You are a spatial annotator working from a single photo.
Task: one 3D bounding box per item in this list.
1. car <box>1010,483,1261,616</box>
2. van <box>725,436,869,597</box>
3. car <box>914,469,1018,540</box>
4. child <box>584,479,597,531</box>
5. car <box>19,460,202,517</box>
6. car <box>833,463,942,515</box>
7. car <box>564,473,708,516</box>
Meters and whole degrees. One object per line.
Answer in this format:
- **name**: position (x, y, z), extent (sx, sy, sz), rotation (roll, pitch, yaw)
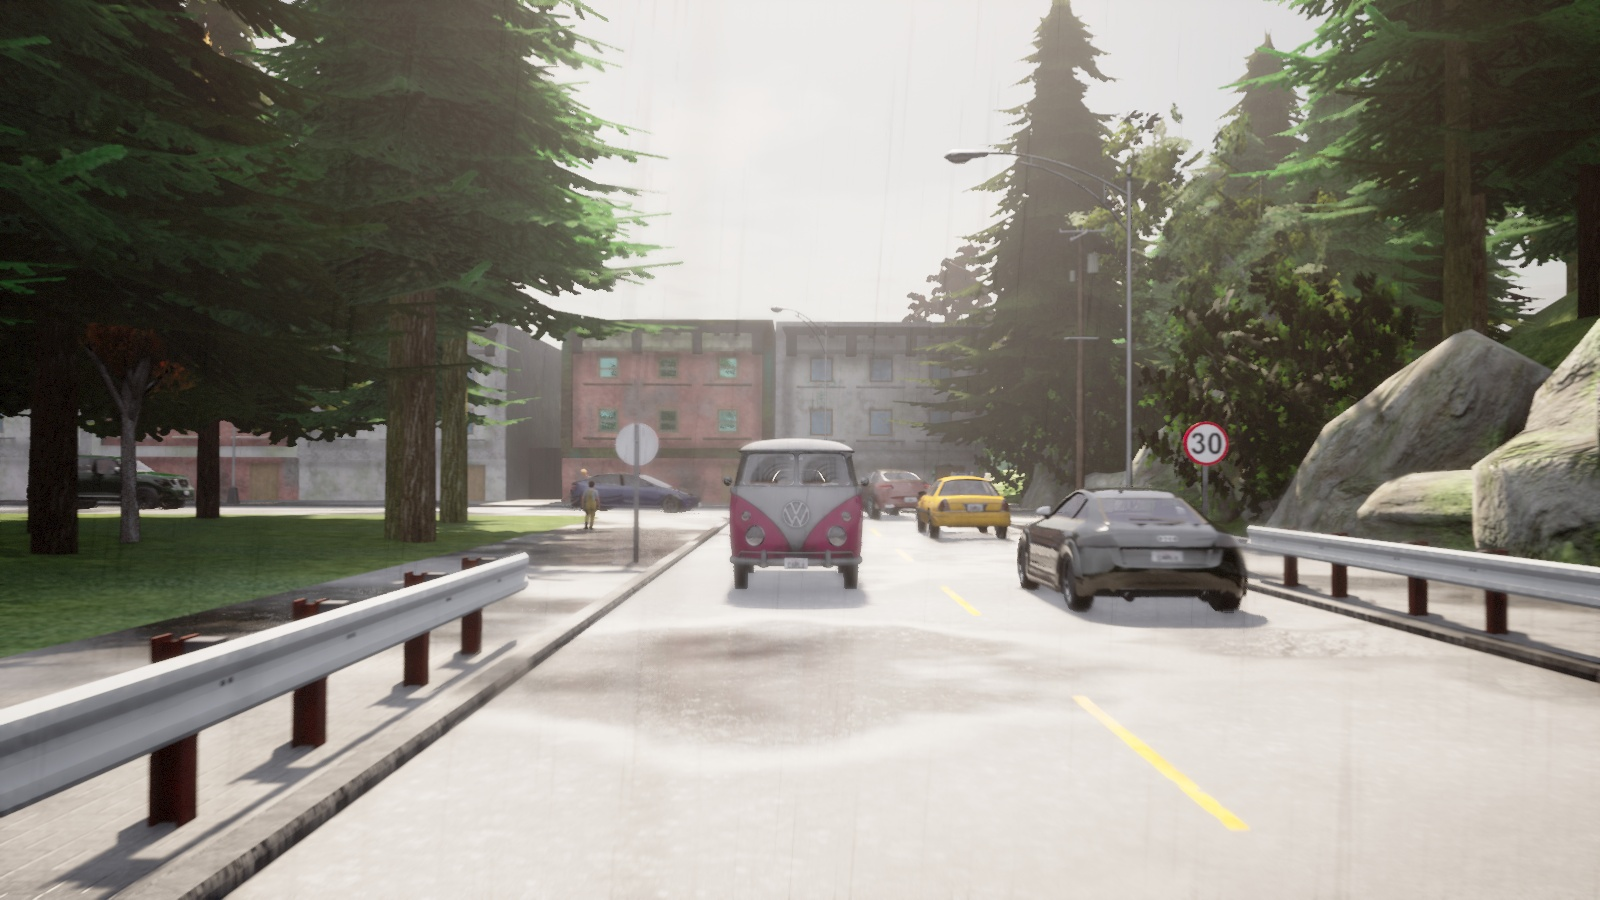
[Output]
- **car**: position (3.961, 1.124, 15.617), extent (1.994, 1.385, 4.181), rotation (0, -1, 0)
- **van**: position (-0.046, 0.867, 17.830), extent (1.775, 1.987, 4.442), rotation (0, -1, 0)
- **car**: position (3.923, 1.250, 30.561), extent (1.801, 1.575, 5.366), rotation (0, -1, 0)
- **child**: position (-5.161, 1.343, 30.930), extent (0.270, 1.263, 0.437), rotation (0, -1, -1)
- **car**: position (-25.320, 1.410, 46.272), extent (5.566, 2.045, 2.150), rotation (0, -1, 0)
- **car**: position (2.877, 1.297, 42.637), extent (2.152, 1.651, 5.027), rotation (0, -1, -15)
- **car**: position (-5.959, 1.607, 45.831), extent (4.792, 1.488, 2.163), rotation (0, -1, 9)
